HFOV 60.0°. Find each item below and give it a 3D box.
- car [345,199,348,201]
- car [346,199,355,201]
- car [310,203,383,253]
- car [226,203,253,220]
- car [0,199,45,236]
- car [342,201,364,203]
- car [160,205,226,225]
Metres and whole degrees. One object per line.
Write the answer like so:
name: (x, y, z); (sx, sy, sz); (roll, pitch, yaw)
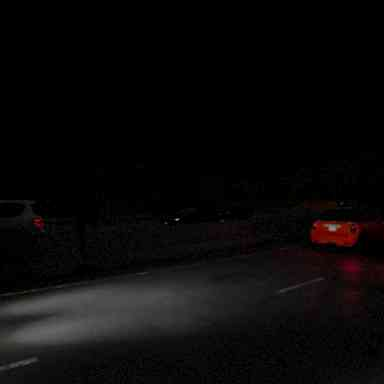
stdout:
car: (29.797, 2.189, 62.984); (2.097, 1.767, 4.553); (0, -1, 40)
car: (27.125, 2.313, 54.379); (1.895, 1.301, 4.718); (0, -1, 40)
car: (7.202, 1.534, 14.931); (4.553, 1.767, 2.097); (1, -1, -44)
car: (4.138, 1.849, 32.417); (1.837, 1.490, 4.892); (0, -1, 40)
car: (-8.012, 1.256, 11.280); (5.566, 2.045, 2.150); (1, -1, -37)
car: (19.131, 2.109, 39.425); (1.895, 1.301, 4.718); (0, -1, 40)
car: (-0.014, 1.735, 22.734); (1.812, 1.442, 4.674); (0, -1, 45)
